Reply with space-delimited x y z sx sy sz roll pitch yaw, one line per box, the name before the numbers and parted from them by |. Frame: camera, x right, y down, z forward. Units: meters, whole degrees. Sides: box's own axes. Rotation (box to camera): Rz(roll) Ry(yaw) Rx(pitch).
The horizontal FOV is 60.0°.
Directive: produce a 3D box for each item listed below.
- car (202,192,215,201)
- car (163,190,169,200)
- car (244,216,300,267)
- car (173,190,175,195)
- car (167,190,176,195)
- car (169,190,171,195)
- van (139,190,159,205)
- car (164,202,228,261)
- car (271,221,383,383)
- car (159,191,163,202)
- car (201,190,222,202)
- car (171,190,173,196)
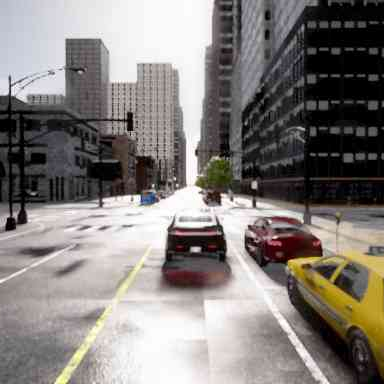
car | 2.687 0.702 53.868 1.887 1.381 4.507 0 1 0
car | -5.693 0.516 59.388 1.967 1.590 4.097 0 1 0
car | 2.689 1.407 10.438 1.802 1.307 4.206 0 1 0
car | -5.694 0.287 81.312 1.752 1.417 4.829 0 1 0
car | -5.694 0.155 92.531 2.008 1.369 4.403 0 1 0
car | -5.693 0.546 64.912 2.008 1.369 4.403 0 1 0
van | -5.693 0.664 42.816 1.690 1.788 3.998 0 1 0
car | 0.121 1.301 11.380 2.128 1.511 4.902 0 1 1
car | 2.688 1.440 4.945 1.752 1.417 4.829 0 1 0
car | -5.693 0.680 48.340 1.967 1.590 4.097 0 1 0
car | 2.687 0.638 42.818 2.192 1.841 5.009 0 1 0
car | -5.693 0.467 70.436 2.008 1.369 4.403 0 1 0
